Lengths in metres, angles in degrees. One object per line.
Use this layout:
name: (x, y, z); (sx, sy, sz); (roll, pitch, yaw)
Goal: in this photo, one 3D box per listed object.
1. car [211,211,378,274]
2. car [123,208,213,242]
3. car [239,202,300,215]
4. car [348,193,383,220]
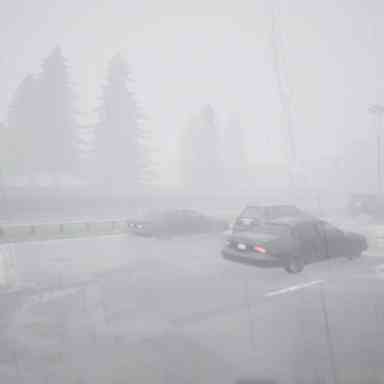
car: (3.392, 1.513, 10.459); (5.357, 1.411, 2.033); (0, 0, -35)
car: (-0.607, 1.514, 16.205); (5.357, 1.411, 2.033); (0, 0, -35)
car: (4.035, 1.305, 15.214); (4.553, 1.767, 2.097); (0, 0, -35)
car: (15.079, 1.111, 27.379); (5.566, 2.045, 2.150); (0, 0, -35)
